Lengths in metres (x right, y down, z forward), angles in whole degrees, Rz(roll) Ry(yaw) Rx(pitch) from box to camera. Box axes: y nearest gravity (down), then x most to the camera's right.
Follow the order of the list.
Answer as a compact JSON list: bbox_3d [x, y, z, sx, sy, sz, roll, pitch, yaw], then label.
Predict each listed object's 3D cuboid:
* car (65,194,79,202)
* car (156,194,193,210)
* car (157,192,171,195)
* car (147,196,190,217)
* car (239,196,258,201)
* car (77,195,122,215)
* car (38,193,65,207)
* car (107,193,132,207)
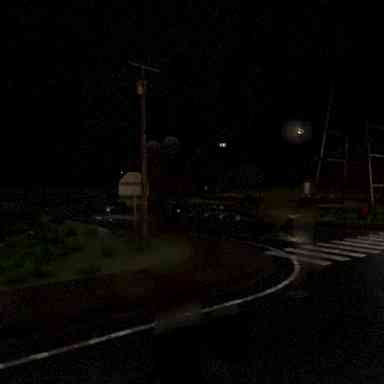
[{"bbox_3d":[-24.663,1.296,66.326,4.611,1.667,2.242,-1,0,-36],"label":"car"},{"bbox_3d":[-1.891,1.310,36.289,4.193,1.474,1.816,-1,0,-36],"label":"car"},{"bbox_3d":[-5.685,0.990,62.876,4.605,1.855,1.932,-1,0,-36],"label":"car"},{"bbox_3d":[-2.481,1.381,29.394,1.812,1.442,4.674,0,0,-36],"label":"car"},{"bbox_3d":[7.770,1.195,44.867,3.905,1.438,1.784,-1,0,-36],"label":"car"},{"bbox_3d":[-9.084,1.378,32.279,2.128,1.511,4.902,-1,0,-37],"label":"car"},{"bbox_3d":[-20.441,1.191,47.713,2.150,2.045,5.566,-1,0,-37],"label":"car"},{"bbox_3d":[-10.333,1.125,46.817,3.866,1.878,1.905,-1,0,-36],"label":"car"}]
